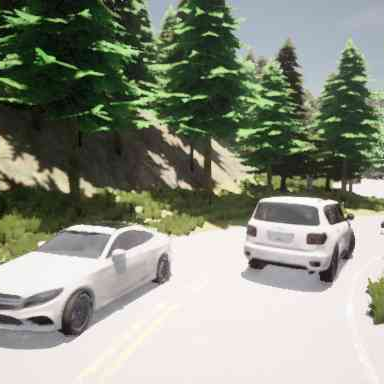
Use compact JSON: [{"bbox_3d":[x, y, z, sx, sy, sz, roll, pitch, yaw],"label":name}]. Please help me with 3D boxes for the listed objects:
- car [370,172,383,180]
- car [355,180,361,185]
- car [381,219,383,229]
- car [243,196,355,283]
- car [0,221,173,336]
[{"bbox_3d":[36.948,-3.225,66.843,5.008,1.535,1.882,-5,7,-41],"label":"car"},{"bbox_3d":[26.656,-2.065,55.166,2.128,1.511,4.902,4,7,36],"label":"car"},{"bbox_3d":[12.142,1.475,17.083,5.357,1.411,2.033,0,5,-26],"label":"car"},{"bbox_3d":[3.453,1.169,10.057,2.150,2.045,5.566,4,2,32],"label":"car"},{"bbox_3d":[-1.936,1.380,6.745,1.812,1.442,4.674,2,1,21],"label":"car"}]
